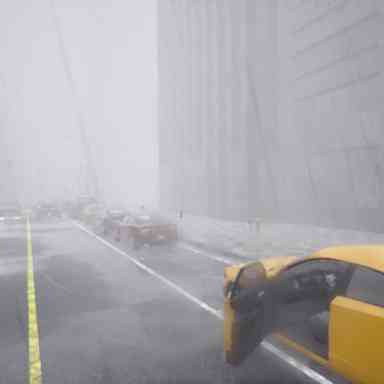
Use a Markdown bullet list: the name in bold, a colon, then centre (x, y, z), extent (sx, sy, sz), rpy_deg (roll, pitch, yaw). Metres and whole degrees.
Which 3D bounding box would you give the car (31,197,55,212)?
- **car**: centre (-16.994, 1.599, 37.697), extent (1.994, 1.385, 4.181), rpy_deg (-1, 0, -26)

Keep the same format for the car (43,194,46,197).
- **car**: centre (-28.386, 1.598, 66.768), extent (1.947, 1.339, 4.313), rpy_deg (-1, 0, -26)

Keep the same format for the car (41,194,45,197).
- **car**: centre (-30.878, 1.561, 71.772), extent (1.752, 1.417, 4.829), rpy_deg (-1, 0, -26)

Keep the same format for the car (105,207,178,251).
- **car**: centre (-2.100, 1.505, 13.966), extent (1.887, 1.381, 4.507), rpy_deg (-1, 0, -26)

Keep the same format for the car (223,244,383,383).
- **car**: centre (2.256, 1.428, 4.322), extent (1.882, 1.535, 5.008), rpy_deg (-1, 0, -26)

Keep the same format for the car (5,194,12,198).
- **car**: centre (-38.443, 1.582, 67.837), extent (1.967, 1.590, 4.097), rpy_deg (-1, 0, -26)

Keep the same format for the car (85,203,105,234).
- **car**: centre (-4.517, 1.520, 18.823), extent (2.008, 1.369, 4.403), rpy_deg (-1, 0, -26)

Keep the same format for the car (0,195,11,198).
- **car**: centre (-36.026, 1.688, 62.986), extent (2.008, 1.369, 4.403), rpy_deg (-1, 0, -26)

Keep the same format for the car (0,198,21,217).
- **car**: centre (-18.017, 1.615, 32.938), extent (2.033, 1.411, 5.357), rpy_deg (-1, 0, -26)

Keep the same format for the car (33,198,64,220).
- **car**: centre (-12.459, 1.526, 28.753), extent (1.837, 1.490, 4.892), rpy_deg (-1, 0, -26)

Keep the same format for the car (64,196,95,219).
- **car**: centre (-9.356, 1.300, 28.534), extent (2.192, 1.841, 5.009), rpy_deg (-1, 0, -26)

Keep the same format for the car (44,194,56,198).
- **car**: centre (-25.970, 1.593, 61.915), extent (1.947, 1.339, 4.313), rpy_deg (-1, 0, -26)

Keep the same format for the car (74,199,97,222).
- **car**: centre (-7.011, 1.503, 23.831), extent (1.752, 1.417, 4.829), rpy_deg (-1, 0, -26)

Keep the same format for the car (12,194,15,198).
- **car**: centre (-45.691, 1.590, 82.394), extent (1.967, 1.590, 4.097), rpy_deg (-1, 0, -26)

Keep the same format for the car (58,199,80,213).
- **car**: centre (-14.188, 1.566, 38.249), extent (1.947, 1.339, 4.313), rpy_deg (-1, 0, -26)
